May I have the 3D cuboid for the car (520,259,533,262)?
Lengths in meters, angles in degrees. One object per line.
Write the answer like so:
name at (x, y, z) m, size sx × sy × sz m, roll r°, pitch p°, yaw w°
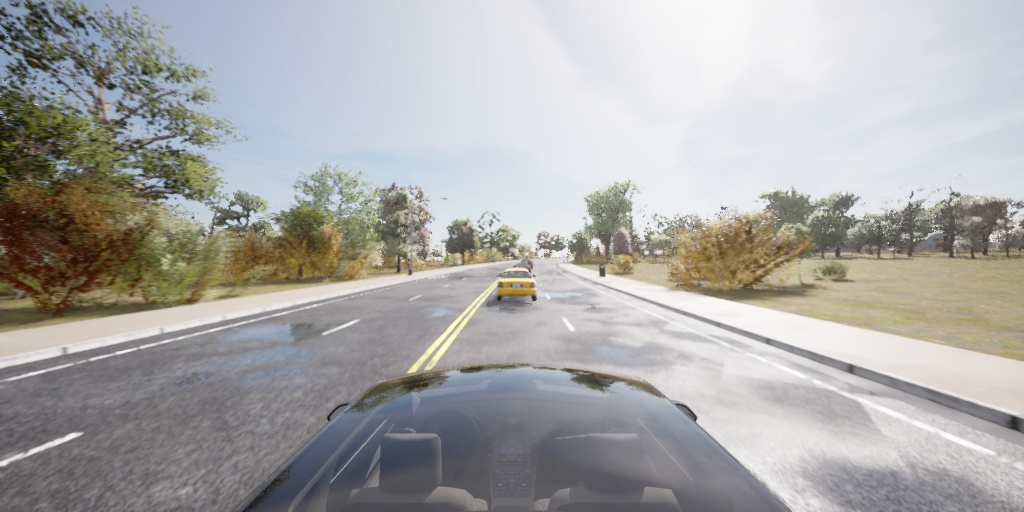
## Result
car at (1.293, 1.391, 42.568) m, size 1.994 × 1.385 × 4.181 m, roll 0°, pitch 0°, yaw 3°

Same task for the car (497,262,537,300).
car at (0.254, 1.252, 17.872) m, size 1.801 × 1.575 × 5.366 m, roll 0°, pitch 0°, yaw 1°
